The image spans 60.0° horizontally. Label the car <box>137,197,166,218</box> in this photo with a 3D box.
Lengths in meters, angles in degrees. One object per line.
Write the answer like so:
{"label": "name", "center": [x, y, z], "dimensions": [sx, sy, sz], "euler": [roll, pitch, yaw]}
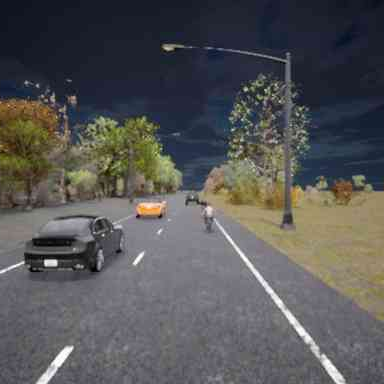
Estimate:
{"label": "car", "center": [-3.419, 1.224, 28.626], "dimensions": [2.097, 1.767, 4.553], "euler": [0, 0, 0]}

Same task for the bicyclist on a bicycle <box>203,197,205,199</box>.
{"label": "bicyclist on a bicycle", "center": [0.948, 1.250, 26.944], "dimensions": [0.659, 1.776, 1.843], "euler": [0, 0, 0]}

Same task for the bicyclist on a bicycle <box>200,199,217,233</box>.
{"label": "bicyclist on a bicycle", "center": [0.928, 1.356, 17.953], "dimensions": [0.866, 1.612, 1.509], "euler": [0, 0, 0]}

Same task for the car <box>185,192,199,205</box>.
{"label": "car", "center": [0.055, 0.979, 54.899], "dimensions": [2.150, 2.045, 5.566], "euler": [0, 0, 0]}

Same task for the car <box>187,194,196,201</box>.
{"label": "car", "center": [-0.046, 1.152, 74.026], "dimensions": [1.882, 1.535, 5.008], "euler": [0, 0, 0]}

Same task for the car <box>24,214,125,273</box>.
{"label": "car", "center": [-3.408, 1.457, 10.449], "dimensions": [1.837, 1.490, 4.892], "euler": [0, 0, 0]}
